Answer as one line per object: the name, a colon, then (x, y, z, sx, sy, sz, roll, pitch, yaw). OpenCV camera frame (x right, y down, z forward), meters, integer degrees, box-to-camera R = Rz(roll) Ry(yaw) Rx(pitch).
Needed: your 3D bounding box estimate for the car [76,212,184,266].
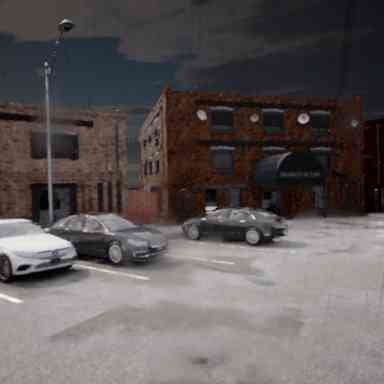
car: (-2.989, 1.456, 11.470, 4.892, 1.521, 2.231, -1, -1, 35)

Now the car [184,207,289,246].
car: (1.791, 1.412, 14.864, 4.892, 1.521, 2.231, -1, 0, 34)

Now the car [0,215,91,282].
car: (-5.375, 1.517, 9.763, 4.674, 1.452, 2.002, -1, -1, 35)
